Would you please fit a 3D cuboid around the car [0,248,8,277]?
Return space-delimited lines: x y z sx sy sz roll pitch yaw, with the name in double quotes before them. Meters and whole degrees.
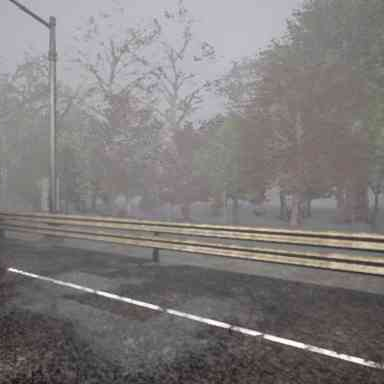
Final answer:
"car" -7.058 1.597 8.246 5.357 1.411 2.033 0 0 24
